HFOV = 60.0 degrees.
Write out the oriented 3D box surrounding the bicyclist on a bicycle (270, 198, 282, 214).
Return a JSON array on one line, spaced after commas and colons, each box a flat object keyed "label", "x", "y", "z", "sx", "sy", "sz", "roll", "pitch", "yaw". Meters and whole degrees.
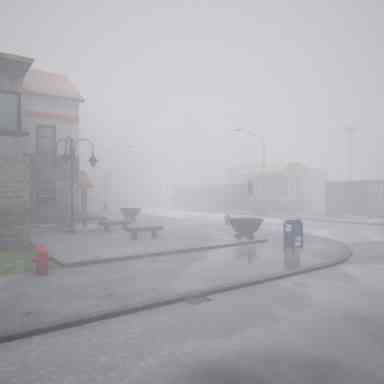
[{"label": "bicyclist on a bicycle", "x": 8.091, "y": 1.349, "z": 32.036, "sx": 1.656, "sy": 1.620, "sz": 0.582, "roll": 0, "pitch": 0, "yaw": -35}]
